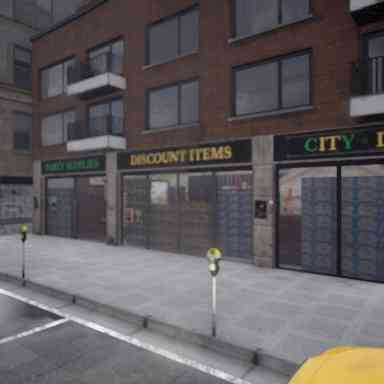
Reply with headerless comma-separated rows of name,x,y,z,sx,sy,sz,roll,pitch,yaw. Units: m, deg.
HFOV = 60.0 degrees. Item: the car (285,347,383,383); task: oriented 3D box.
car,2.831,1.456,1.191,5.366,1.575,1.801,0,0,37
